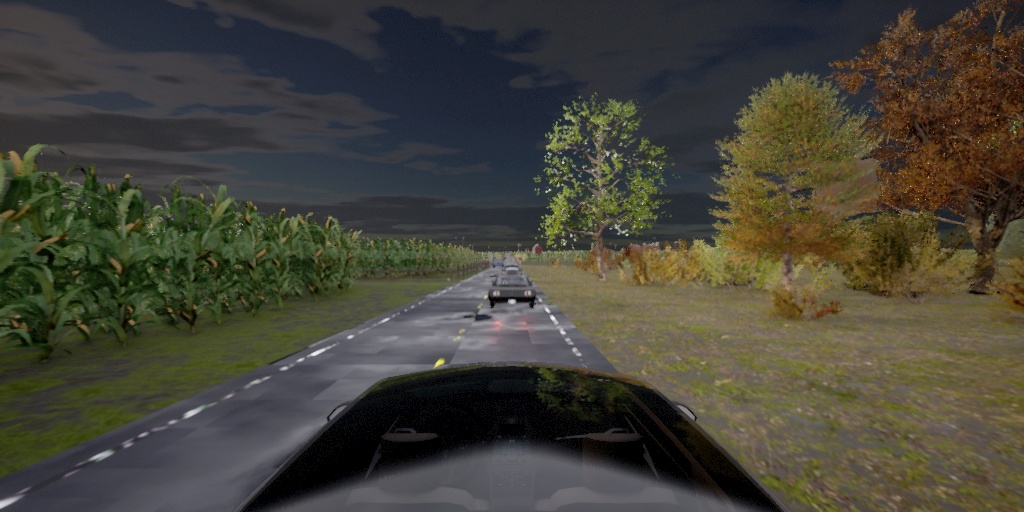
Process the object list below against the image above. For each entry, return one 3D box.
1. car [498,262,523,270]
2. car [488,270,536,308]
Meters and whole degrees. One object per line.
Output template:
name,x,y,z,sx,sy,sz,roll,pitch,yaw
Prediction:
car,0.007,1.523,31.232,1.812,1.442,4.674,0,0,0
car,0.004,1.476,15.948,1.895,1.301,4.718,0,0,0
